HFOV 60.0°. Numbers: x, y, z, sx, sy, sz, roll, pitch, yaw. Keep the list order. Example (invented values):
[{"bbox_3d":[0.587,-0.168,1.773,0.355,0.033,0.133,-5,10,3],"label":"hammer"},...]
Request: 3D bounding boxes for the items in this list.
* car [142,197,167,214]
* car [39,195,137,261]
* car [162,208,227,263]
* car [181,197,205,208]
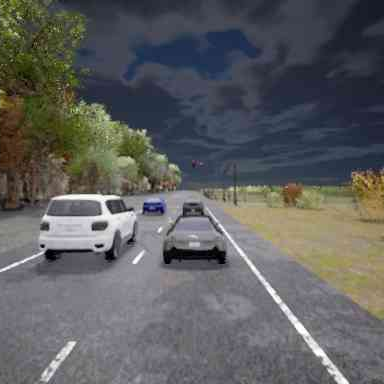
[{"bbox_3d":[-3.412,1.209,30.932,1.882,1.535,5.008,0,0,0],"label":"car"},{"bbox_3d":[-3.412,1.117,11.967,2.150,2.045,5.566,0,0,0],"label":"car"},{"bbox_3d":[0.081,1.464,11.570,1.994,1.385,4.181,0,0,0],"label":"car"},{"bbox_3d":[0.087,1.247,29.607,1.837,1.490,4.892,0,0,0],"label":"car"}]
